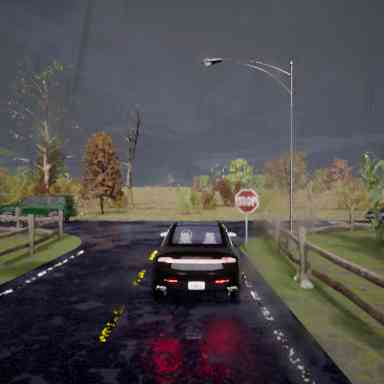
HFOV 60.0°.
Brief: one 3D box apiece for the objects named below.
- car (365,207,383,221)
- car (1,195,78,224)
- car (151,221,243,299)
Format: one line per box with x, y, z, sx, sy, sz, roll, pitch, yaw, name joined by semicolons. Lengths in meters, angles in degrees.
14.932;1.521;24.117;4.181;1.385;1.994;0;0;1;car
-11.294;1.232;24.494;5.566;2.045;2.150;0;0;1;car
0.150;1.488;8.483;2.128;1.511;4.902;0;0;2;car
